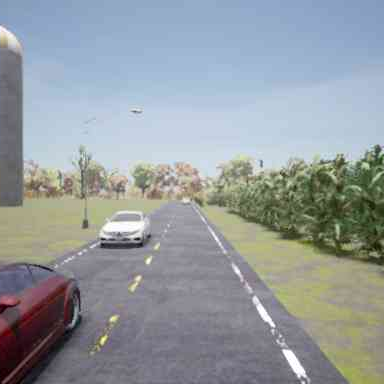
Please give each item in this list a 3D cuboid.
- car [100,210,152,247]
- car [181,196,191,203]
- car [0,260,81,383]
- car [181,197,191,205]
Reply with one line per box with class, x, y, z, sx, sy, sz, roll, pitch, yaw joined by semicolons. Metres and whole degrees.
car;-2.988;1.616;15.756;1.812;1.442;4.674;0;0;-1
car;-1.459;1.826;80.219;2.128;1.511;4.902;0;0;-1
car;-2.877;1.592;4.046;1.994;1.385;4.181;0;0;0
car;-1.245;1.882;69.944;1.812;1.442;4.674;0;0;-1
